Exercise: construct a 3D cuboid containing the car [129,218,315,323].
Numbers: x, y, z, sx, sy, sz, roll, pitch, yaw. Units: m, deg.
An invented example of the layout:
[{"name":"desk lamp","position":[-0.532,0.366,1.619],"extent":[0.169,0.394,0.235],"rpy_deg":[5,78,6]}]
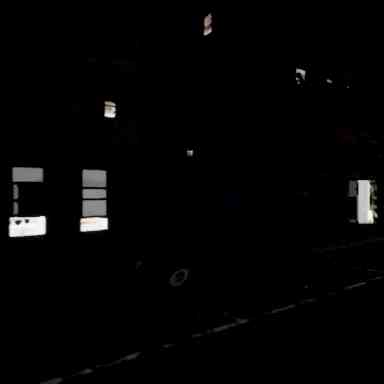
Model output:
[{"name":"car","position":[0.719,1.420,7.074],"extent":[4.097,1.590,1.967],"rpy_deg":[0,0,-36]}]
